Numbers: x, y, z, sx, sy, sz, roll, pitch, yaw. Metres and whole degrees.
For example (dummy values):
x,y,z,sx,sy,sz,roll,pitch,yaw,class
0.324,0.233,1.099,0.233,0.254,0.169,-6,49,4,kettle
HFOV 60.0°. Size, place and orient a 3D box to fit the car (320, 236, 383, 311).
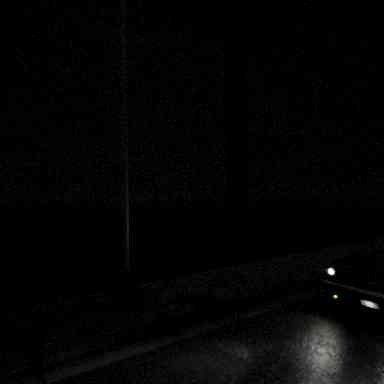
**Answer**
x,y,z,sx,sy,sz,roll,pitch,yaw,class
4.718,1.519,6.795,4.718,1.301,1.895,-1,0,-36,car
